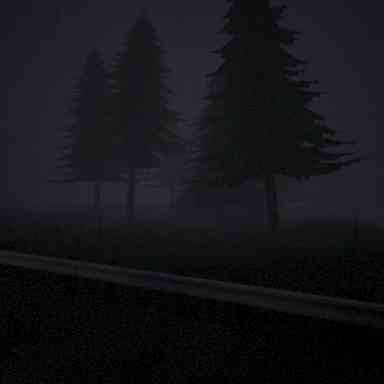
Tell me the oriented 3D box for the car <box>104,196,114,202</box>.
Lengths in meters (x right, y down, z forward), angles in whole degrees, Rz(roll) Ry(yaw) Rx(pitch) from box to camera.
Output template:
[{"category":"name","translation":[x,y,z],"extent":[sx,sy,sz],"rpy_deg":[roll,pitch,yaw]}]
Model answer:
[{"category":"car","translation":[-19.348,1.823,78.320],"extent":[1.812,1.442,4.674],"rpy_deg":[0,0,-2]}]

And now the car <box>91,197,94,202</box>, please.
[{"category":"car","translation":[-27.327,1.961,89.197],"extent":[1.895,1.301,4.718],"rpy_deg":[0,0,-9]}]

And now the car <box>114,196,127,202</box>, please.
[{"category":"car","translation":[-15.844,1.755,76.420],"extent":[1.882,1.535,5.008],"rpy_deg":[0,0,-2]}]

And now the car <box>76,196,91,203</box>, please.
[{"category":"car","translation":[-26.373,1.836,79.834],"extent":[1.837,1.490,4.892],"rpy_deg":[0,0,-2]}]

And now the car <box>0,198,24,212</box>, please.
[{"category":"car","translation":[-22.800,1.737,39.538],"extent":[1.812,1.442,4.674],"rpy_deg":[0,0,16]}]

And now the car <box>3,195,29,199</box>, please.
[{"category":"car","translation":[-37.072,1.588,71.047],"extent":[2.150,2.045,5.566],"rpy_deg":[0,0,6]}]

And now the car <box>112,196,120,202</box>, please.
[{"category":"car","translation":[-20.074,1.827,87.701],"extent":[1.837,1.490,4.892],"rpy_deg":[0,0,-9]}]
